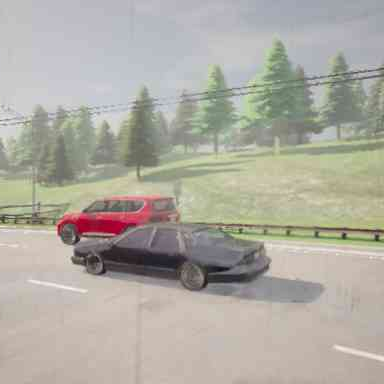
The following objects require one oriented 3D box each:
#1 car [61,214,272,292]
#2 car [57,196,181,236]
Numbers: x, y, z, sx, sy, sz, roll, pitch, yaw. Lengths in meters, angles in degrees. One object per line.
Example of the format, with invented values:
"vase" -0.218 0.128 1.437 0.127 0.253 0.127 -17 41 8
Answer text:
"car" -0.708 1.506 8.726 5.357 1.411 2.033 -1 0 30
"car" -3.091 1.193 13.969 5.566 2.045 2.150 -1 0 28
